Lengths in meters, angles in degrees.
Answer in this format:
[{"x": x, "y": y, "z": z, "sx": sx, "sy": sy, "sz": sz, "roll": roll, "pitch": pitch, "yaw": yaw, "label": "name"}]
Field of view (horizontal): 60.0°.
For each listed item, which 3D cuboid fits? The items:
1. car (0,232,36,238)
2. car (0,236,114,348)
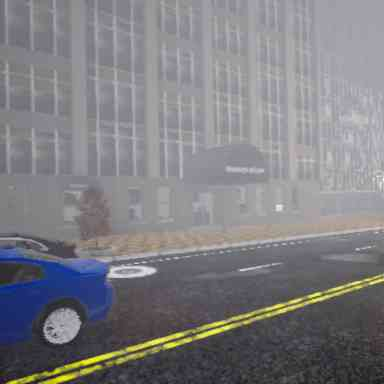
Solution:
[{"x": -5.194, "y": 1.766, "z": 8.003, "sx": 4.902, "sy": 1.511, "sz": 2.128, "roll": 1, "pitch": -2, "yaw": -36, "label": "car"}, {"x": -3.717, "y": 1.658, "z": 5.061, "sx": 5.008, "sy": 1.535, "sz": 1.882, "roll": 1, "pitch": -2, "yaw": -36, "label": "car"}]
